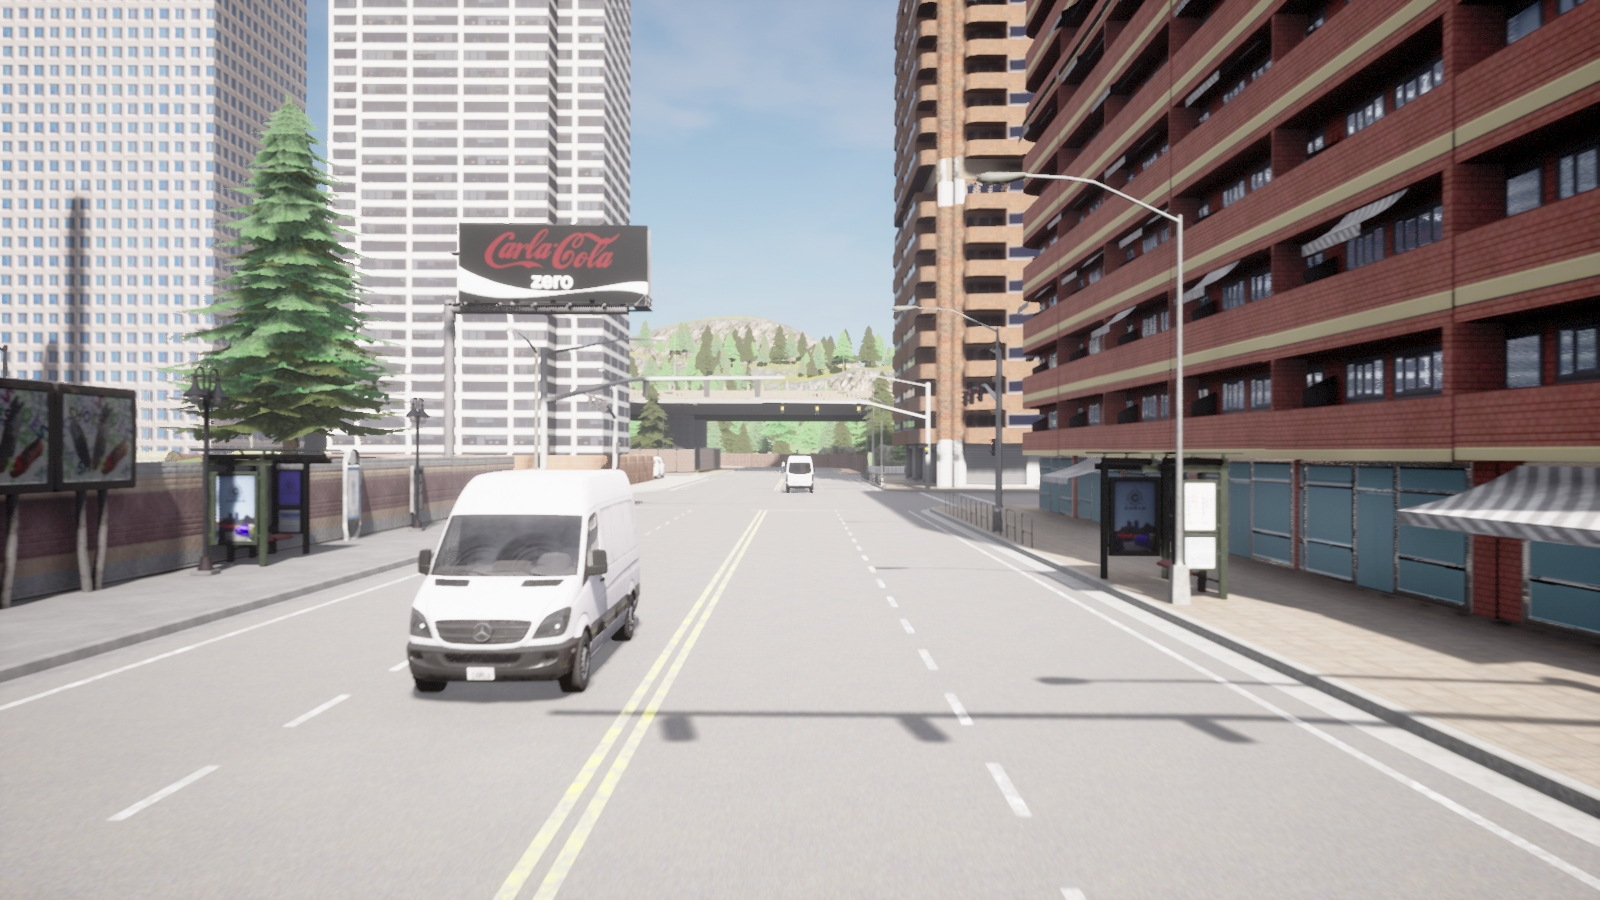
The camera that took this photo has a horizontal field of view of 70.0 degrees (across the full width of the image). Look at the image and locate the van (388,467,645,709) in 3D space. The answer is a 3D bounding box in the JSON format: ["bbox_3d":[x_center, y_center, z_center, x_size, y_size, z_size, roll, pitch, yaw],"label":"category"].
[{"bbox_3d":[-3.504,1.555,15.463,1.988,2.561,5.915,0,0,0],"label":"van"}]
